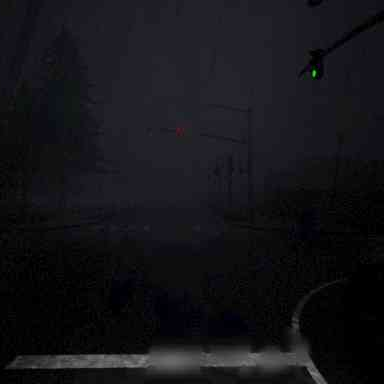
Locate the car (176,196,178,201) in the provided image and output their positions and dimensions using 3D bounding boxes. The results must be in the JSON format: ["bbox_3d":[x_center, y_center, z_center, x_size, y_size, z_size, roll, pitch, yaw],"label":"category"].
[{"bbox_3d":[-2.198,1.327,71.105,1.812,1.442,4.674,0,0,-13],"label":"car"}]

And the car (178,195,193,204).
[{"bbox_3d":[-0.906,1.518,60.921,2.033,1.411,5.357,0,0,-7],"label":"car"}]

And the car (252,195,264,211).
[{"bbox_3d":[8.868,1.144,36.301,4.605,1.855,1.932,0,0,-1],"label":"car"}]
